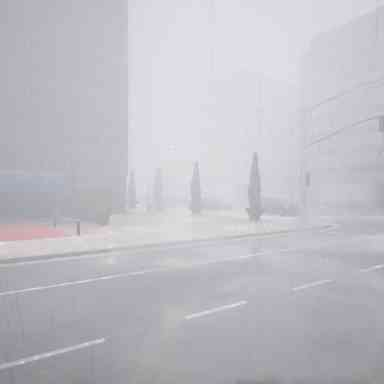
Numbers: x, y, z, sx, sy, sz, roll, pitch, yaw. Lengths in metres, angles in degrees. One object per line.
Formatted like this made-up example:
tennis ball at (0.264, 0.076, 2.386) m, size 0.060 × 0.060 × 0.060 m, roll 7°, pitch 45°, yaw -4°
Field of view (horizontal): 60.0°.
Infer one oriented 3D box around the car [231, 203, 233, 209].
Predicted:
car at (3.539, 1.526, 45.059) m, size 1.812 × 1.442 × 4.674 m, roll 0°, pitch 0°, yaw -35°

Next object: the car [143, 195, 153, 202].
car at (-9.676, 1.384, 70.378) m, size 1.882 × 1.535 × 5.008 m, roll 0°, pitch 0°, yaw -35°

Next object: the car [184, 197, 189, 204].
car at (-1.424, 1.601, 64.736) m, size 1.895 × 1.301 × 4.718 m, roll 0°, pitch 0°, yaw -34°

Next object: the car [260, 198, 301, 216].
car at (8.219, 1.352, 32.185) m, size 2.097 × 1.767 × 4.553 m, roll 0°, pitch 0°, yaw -35°

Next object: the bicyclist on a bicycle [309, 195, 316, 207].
bicyclist on a bicycle at (16.964, 1.301, 46.732) m, size 1.656 × 1.620 × 0.582 m, roll 0°, pitch 0°, yaw -35°

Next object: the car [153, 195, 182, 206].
car at (-4.132, 1.601, 56.133) m, size 1.895 × 1.301 × 4.718 m, roll 0°, pitch 0°, yaw -34°

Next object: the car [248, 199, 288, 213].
car at (8.535, 1.564, 37.866) m, size 1.994 × 1.385 × 4.181 m, roll 0°, pitch 0°, yaw -35°

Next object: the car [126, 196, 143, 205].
car at (-11.405, 1.548, 60.576) m, size 2.033 × 1.411 × 5.357 m, roll 0°, pitch 0°, yaw -34°

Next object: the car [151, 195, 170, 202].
car at (-6.801, 1.384, 72.375) m, size 1.882 × 1.535 × 5.008 m, roll 0°, pitch 0°, yaw -35°

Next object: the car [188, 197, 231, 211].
car at (2.116, 1.491, 40.969) m, size 2.128 × 1.511 × 4.902 m, roll 0°, pitch 0°, yaw -35°

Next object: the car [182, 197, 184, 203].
car at (-4.210, 1.491, 62.608) m, size 2.128 × 1.511 × 4.902 m, roll 0°, pitch 0°, yaw -34°
